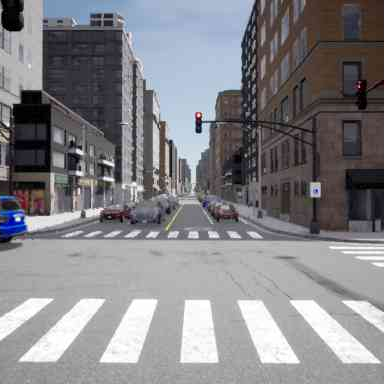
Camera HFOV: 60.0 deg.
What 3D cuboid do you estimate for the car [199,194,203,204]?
[{"bbox_3d":[2.597,1.329,48.714,2.192,1.841,5.009,1,0,0],"label":"car"}]

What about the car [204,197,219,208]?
[{"bbox_3d":[2.613,1.591,37.367,1.802,1.307,4.206,1,0,0],"label":"car"}]

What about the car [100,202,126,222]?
[{"bbox_3d":[-5.893,1.551,26.015,1.887,1.381,4.507,1,0,0],"label":"car"}]

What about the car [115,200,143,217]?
[{"bbox_3d":[-5.902,1.552,31.688,1.887,1.381,4.507,1,0,0],"label":"car"}]

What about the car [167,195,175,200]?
[{"bbox_3d":[-6.007,1.585,94.089,1.887,1.381,4.507,1,0,0],"label":"car"}]

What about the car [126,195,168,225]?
[{"bbox_3d":[-3.137,1.358,24.112,2.097,1.767,4.553,0,0,0],"label":"car"}]

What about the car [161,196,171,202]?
[{"bbox_3d":[-5.979,1.582,77.070,2.008,1.369,4.403,1,0,0],"label":"car"}]

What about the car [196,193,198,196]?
[{"bbox_3d":[2.539,1.349,82.754,2.192,1.841,5.009,1,0,0],"label":"car"}]

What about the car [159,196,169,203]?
[{"bbox_3d":[-5.969,1.609,71.398,1.802,1.307,4.206,1,0,0],"label":"car"}]

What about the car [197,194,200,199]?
[{"bbox_3d":[2.556,1.593,71.407,1.947,1.339,4.313,1,0,0],"label":"car"}]

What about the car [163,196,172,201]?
[{"bbox_3d":[-5.989,1.600,82.744,1.947,1.339,4.313,1,0,0],"label":"car"}]

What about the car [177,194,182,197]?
[{"bbox_3d":[-3.143,1.509,54.110,2.128,1.511,4.902,0,0,0],"label":"car"}]

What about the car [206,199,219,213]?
[{"bbox_3d":[2.623,1.589,31.694,1.802,1.307,4.206,1,0,0],"label":"car"}]

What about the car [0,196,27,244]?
[{"bbox_3d":[-9.629,1.165,13.347,5.566,2.045,2.150,1,-1,1],"label":"car"}]

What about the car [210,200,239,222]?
[{"bbox_3d":[2.633,1.588,26.020,1.802,1.307,4.206,1,0,0],"label":"car"}]

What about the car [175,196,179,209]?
[{"bbox_3d":[-3.157,1.576,43.877,1.994,1.385,4.181,0,0,1],"label":"car"}]

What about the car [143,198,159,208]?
[{"bbox_3d":[-5.931,1.596,48.707,1.802,1.307,4.206,1,0,0],"label":"car"}]

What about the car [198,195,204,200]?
[{"bbox_3d":[2.519,1.565,94.271,1.752,1.417,4.829,1,0,0],"label":"car"}]

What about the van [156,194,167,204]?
[{"bbox_3d":[-5.958,1.365,65.725,1.690,1.788,3.998,1,0,0],"label":"van"}]

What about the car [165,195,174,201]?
[{"bbox_3d":[-5.998,1.603,88.417,1.947,1.339,4.313,1,0,0],"label":"car"}]

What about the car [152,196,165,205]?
[{"bbox_3d":[-5.949,1.461,60.052,1.967,1.590,4.097,1,0,0],"label":"car"}]

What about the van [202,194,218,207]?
[{"bbox_3d":[2.606,1.353,43.041,1.690,1.788,3.998,1,0,0],"label":"van"}]

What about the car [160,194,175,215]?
[{"bbox_3d":[-3.154,1.360,33.932,2.097,1.767,4.553,0,0,0],"label":"car"}]
